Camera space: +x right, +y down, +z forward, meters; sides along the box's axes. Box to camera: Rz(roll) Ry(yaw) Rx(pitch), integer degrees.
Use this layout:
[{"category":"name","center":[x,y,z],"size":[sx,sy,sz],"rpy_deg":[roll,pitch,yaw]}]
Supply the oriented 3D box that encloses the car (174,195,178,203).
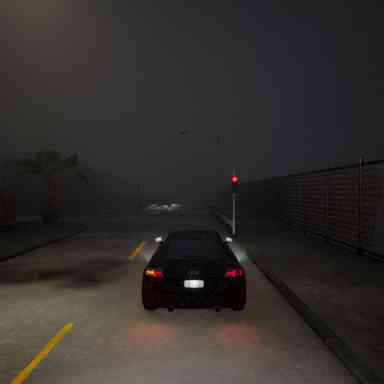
[{"category":"car","center":[-4.211,1.477,64.455],"size":[2.128,1.511,4.902],"rpy_deg":[0,0,0]}]

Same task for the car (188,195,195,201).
[{"category":"car","center":[-0.220,1.504,85.755],"size":[1.812,1.442,4.674],"rpy_deg":[0,0,0]}]

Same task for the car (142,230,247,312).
[{"category":"car","center":[0.044,1.562,7.785],"size":[1.994,1.385,4.181],"rpy_deg":[0,0,0]}]

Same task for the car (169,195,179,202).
[{"category":"car","center":[-4.202,1.507,78.890],"size":[2.033,1.411,5.357],"rpy_deg":[0,0,0]}]

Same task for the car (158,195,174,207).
[{"category":"car","center":[-4.224,1.465,51.816],"size":[1.882,1.535,5.008],"rpy_deg":[0,0,0]}]

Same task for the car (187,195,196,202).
[{"category":"car","center":[-0.192,1.506,75.515],"size":[1.812,1.442,4.674],"rpy_deg":[0,0,0]}]
